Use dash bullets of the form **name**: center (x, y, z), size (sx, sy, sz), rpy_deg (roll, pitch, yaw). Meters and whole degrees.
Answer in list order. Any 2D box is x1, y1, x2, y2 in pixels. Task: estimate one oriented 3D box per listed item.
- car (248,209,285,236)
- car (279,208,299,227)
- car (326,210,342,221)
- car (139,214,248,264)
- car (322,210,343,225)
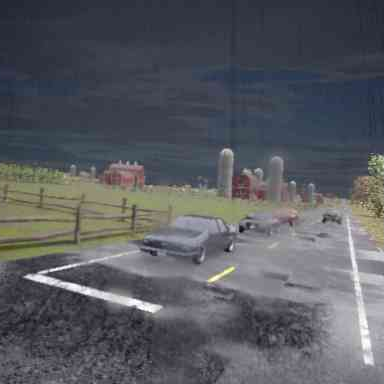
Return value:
- **car**: center (4.401, 1.951, 21.428), size (1.994, 1.385, 4.181), rpy_deg (5, 0, 25)
- **car**: center (8.600, 2.226, 30.507), size (1.882, 1.535, 5.008), rpy_deg (5, 0, 25)
- **car**: center (20.650, 3.387, 48.122), size (1.895, 1.301, 4.718), rpy_deg (5, 0, 25)
- **car**: center (0.230, 1.576, 12.378), size (2.033, 1.411, 5.357), rpy_deg (5, 0, 25)
- **car**: center (16.027, 2.892, 38.009), size (1.837, 1.490, 4.892), rpy_deg (5, 0, 25)
